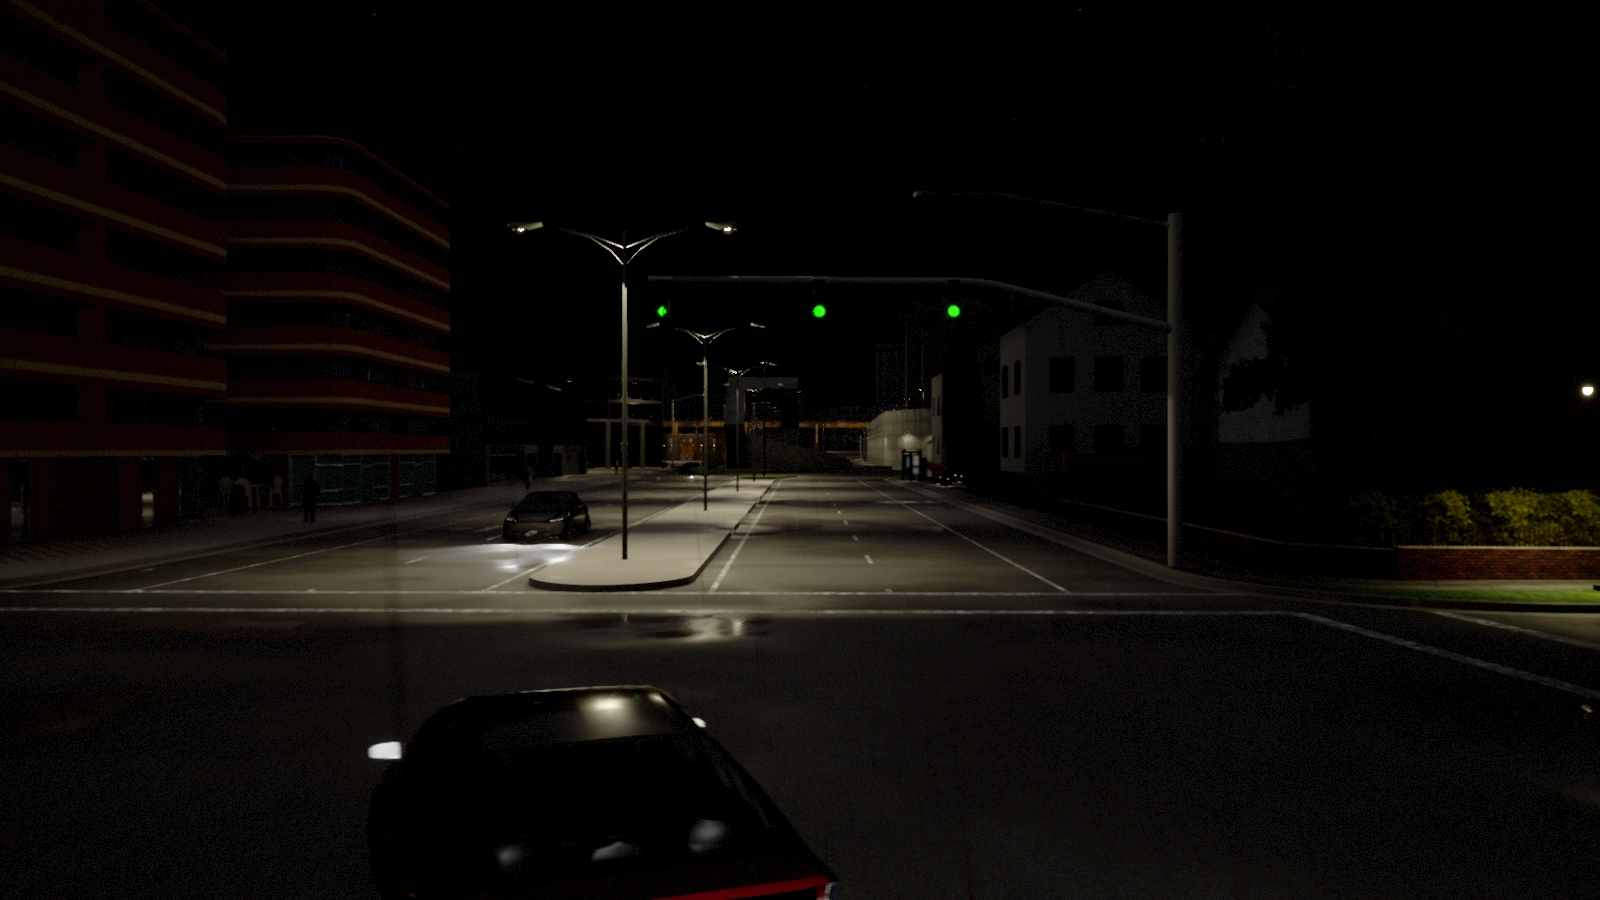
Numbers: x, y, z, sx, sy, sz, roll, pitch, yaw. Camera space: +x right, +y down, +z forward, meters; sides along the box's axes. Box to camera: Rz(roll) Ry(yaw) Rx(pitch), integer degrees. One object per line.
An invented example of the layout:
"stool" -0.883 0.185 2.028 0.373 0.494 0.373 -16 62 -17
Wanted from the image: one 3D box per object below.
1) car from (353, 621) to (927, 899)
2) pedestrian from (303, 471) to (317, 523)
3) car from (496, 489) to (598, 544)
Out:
"car" -1.236 2.040 6.067 2.007 1.525 4.514 0 0 -20
"pedestrian" -17.753 1.698 41.378 0.375 1.860 0.375 0 0 -5
"car" -7.958 2.065 36.413 2.163 1.488 4.792 0 0 0
